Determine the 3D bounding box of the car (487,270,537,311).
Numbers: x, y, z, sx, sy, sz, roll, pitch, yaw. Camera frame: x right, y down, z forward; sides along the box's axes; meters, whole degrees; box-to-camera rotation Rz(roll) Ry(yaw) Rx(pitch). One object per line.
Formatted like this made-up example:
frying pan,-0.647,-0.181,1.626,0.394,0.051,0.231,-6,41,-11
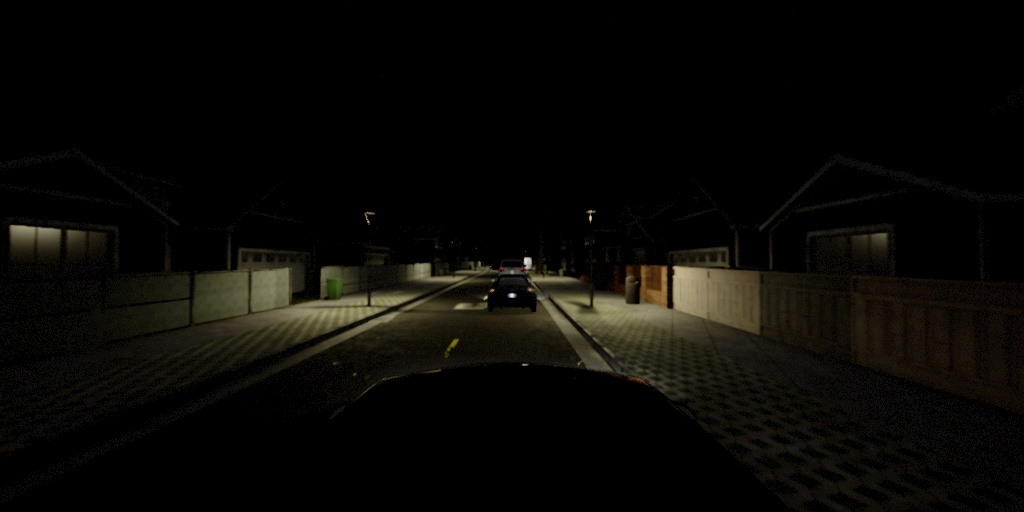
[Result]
car,0.028,1.461,15.361,1.994,1.385,4.181,0,-1,1

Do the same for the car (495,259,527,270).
car,0.016,1.276,29.403,2.150,2.045,5.566,0,0,0
